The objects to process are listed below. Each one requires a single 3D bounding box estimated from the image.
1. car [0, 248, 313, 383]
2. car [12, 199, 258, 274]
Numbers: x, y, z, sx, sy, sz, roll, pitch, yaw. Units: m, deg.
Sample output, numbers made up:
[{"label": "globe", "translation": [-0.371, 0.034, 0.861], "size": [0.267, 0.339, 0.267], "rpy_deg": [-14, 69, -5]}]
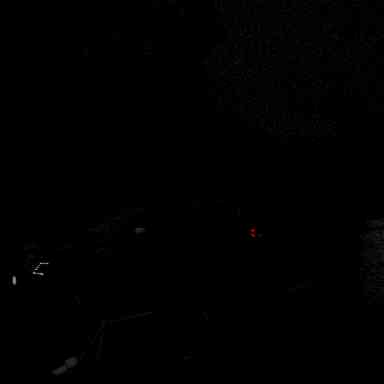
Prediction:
[{"label": "car", "translation": [-0.980, 1.600, 3.285], "size": [4.718, 1.301, 1.895], "rpy_deg": [0, 0, -35]}, {"label": "car", "translation": [-0.949, 1.218, 7.603], "size": [5.566, 2.045, 2.150], "rpy_deg": [-1, 0, -35]}]
